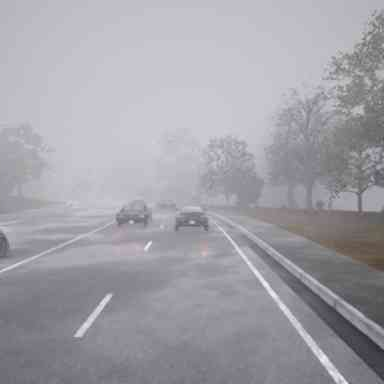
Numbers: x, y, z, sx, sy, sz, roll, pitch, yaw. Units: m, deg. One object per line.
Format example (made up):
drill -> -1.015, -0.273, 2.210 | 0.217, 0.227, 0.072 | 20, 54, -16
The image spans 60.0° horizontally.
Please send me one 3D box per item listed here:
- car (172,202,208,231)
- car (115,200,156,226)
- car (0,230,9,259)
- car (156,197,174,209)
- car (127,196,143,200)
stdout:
car -> -0.055, 1.402, 19.715 | 1.812, 1.442, 4.674 | 0, 0, -2
car -> -3.669, 1.459, 21.811 | 1.895, 1.301, 4.718 | 0, 0, -3
car -> -7.088, 1.504, 9.363 | 1.994, 1.385, 4.181 | 0, 0, 0
car -> -3.442, 1.342, 41.971 | 1.994, 1.385, 4.181 | 1, 0, -16
car -> -7.222, 1.248, 42.369 | 1.812, 1.442, 4.674 | 1, 0, -18
